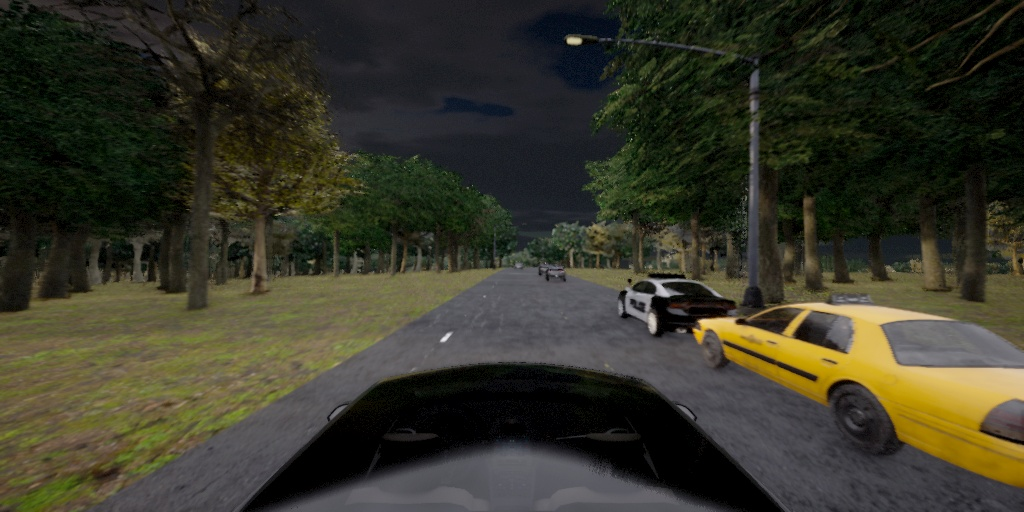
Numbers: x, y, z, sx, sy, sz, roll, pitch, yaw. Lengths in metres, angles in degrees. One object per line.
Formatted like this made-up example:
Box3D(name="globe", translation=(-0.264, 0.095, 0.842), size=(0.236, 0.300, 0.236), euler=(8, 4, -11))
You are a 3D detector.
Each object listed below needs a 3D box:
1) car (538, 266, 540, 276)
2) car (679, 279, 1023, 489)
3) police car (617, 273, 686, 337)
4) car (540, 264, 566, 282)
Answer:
Box3D(name="car", translation=(4.295, 1.723, 46.037), size=(2.128, 1.511, 4.902), euler=(1, -1, 1))
Box3D(name="car", translation=(4.570, 1.306, 5.143), size=(1.801, 1.575, 5.366), euler=(1, -1, 1))
Box3D(name="police car", translation=(4.682, 1.340, 11.062), size=(1.930, 1.638, 5.238), euler=(1, -1, 1))
Box3D(name="car", translation=(4.116, 1.608, 34.685), size=(2.128, 1.511, 4.902), euler=(1, 0, 2))
